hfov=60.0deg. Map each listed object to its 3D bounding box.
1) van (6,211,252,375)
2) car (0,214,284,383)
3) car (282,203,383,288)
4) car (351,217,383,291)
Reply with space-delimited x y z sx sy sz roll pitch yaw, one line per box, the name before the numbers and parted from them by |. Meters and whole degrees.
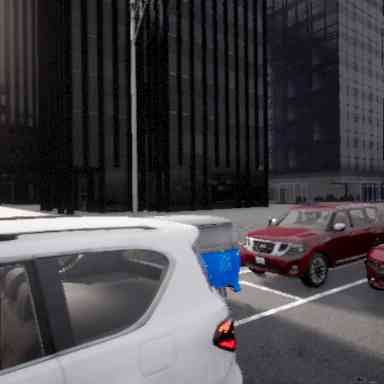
van | -0.946 1.356 5.990 3.998 1.788 1.690 -1 0 -36
car | -2.208 1.255 1.770 5.566 2.045 2.150 -1 0 -36
car | 3.636 1.266 9.341 5.009 1.841 2.192 -1 0 -36
car | 5.989 1.397 7.759 5.008 1.535 1.882 -1 0 -36
